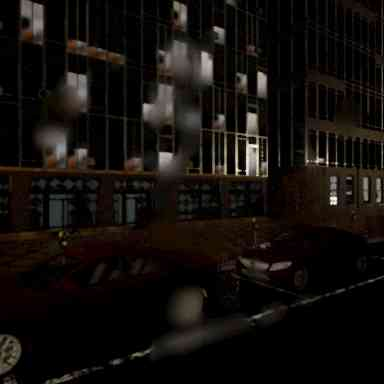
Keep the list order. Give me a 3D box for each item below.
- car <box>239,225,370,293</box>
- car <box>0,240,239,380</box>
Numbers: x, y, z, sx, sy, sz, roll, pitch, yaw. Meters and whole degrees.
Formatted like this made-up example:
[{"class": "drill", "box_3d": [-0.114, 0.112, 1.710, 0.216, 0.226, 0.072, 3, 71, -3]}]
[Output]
[{"class": "car", "box_3d": [3.055, 1.550, 8.735, 4.206, 1.307, 1.802, 0, 0, -35]}, {"class": "car", "box_3d": [-1.581, 1.537, 5.429, 4.507, 1.381, 1.887, 0, 0, -35]}]
